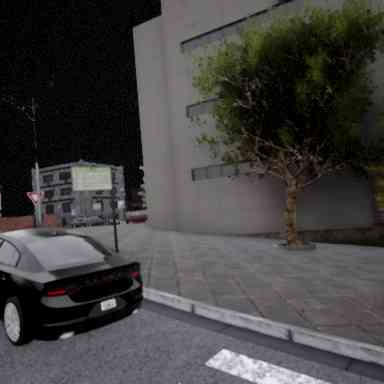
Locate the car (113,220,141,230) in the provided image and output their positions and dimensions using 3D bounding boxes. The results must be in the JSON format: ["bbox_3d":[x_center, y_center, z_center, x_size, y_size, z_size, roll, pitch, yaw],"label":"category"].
[{"bbox_3d":[-12.255,6.151,62.475,4.792,1.488,2.163,-7,-8,24],"label":"car"}]

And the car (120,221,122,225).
[{"bbox_3d":[-14.624,5.509,57.317,4.553,1.767,2.185,-7,-7,24],"label":"car"}]

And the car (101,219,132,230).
[{"bbox_3d":[-13.606,5.903,60.035,5.366,1.575,1.946,-7,-8,24],"label":"car"}]

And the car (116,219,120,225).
[{"bbox_3d":[-13.205,4.709,49.460,1.994,1.385,4.181,-7,-7,24],"label":"car"}]

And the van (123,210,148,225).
[{"bbox_3d":[-6.696,3.461,44.965,4.442,1.987,1.878,-7,-7,24],"label":"van"}]

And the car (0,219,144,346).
[{"bbox_3d":[-3.045,1.445,6.478,5.008,1.535,1.882,1,1,42],"label":"car"}]

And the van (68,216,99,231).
[{"bbox_3d":[-17.066,4.977,52.340,4.442,1.987,1.878,-7,-7,24],"label":"van"}]

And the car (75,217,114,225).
[{"bbox_3d":[-12.771,3.941,42.858,1.837,1.490,4.892,-7,-6,24],"label":"car"}]
